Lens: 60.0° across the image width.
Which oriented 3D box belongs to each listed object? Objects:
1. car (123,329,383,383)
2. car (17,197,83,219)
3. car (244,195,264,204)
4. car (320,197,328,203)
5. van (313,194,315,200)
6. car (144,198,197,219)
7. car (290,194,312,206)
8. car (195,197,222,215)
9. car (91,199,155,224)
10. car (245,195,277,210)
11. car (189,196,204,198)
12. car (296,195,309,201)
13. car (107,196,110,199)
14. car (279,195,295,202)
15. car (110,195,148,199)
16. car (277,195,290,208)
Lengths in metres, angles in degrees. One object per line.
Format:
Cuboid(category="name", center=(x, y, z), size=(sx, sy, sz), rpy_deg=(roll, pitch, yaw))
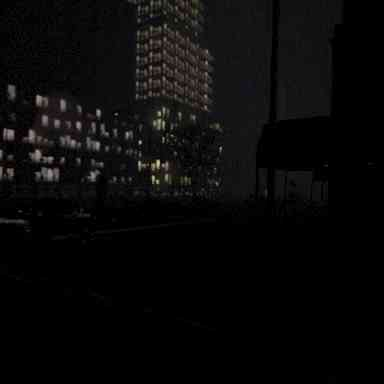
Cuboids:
Cuboid(category="car", center=(1.319, 1.582, 1.925), size=(4.206, 1.307, 1.802), rpy_deg=(1, 2, 35))
Cuboid(category="car", center=(-10.853, 1.178, 25.747), size=(1.837, 1.490, 4.892), rpy_deg=(2, 1, 36))
Cuboid(category="car", center=(11.368, 1.314, 60.726), size=(1.752, 1.417, 4.829), rpy_deg=(2, 1, 36))
Cuboid(category="car", center=(28.136, 1.656, 69.546), size=(1.752, 1.417, 4.829), rpy_deg=(2, 1, 36))
Cuboid(category="van", center=(31.056, 1.292, 87.801), size=(1.690, 1.788, 3.998), rpy_deg=(2, 1, 36))
Cuboid(category="car", center=(-1.858, 1.457, 28.065), size=(1.947, 1.339, 4.313), rpy_deg=(2, 1, 36))
Cuboid(category="car", center=(18.247, 1.490, 55.938), size=(1.967, 1.590, 4.097), rpy_deg=(2, 1, 36))
Cuboid(category="car", center=(1.363, 1.498, 32.498), size=(1.802, 1.307, 4.206), rpy_deg=(2, 1, 36))
Cuboid(category="car", center=(-5.081, 1.416, 23.631), size=(2.008, 1.369, 4.403), rpy_deg=(2, 1, 36))
Cuboid(category="car", center=(8.527, 1.288, 42.418), size=(2.192, 1.841, 5.009), rpy_deg=(2, 1, 36))
Cuboid(category="car", center=(0.534, 1.256, 41.389), size=(2.128, 1.511, 4.902), rpy_deg=(2, 1, 36))
Cuboid(category="car", center=(27.688, 1.448, 83.176), size=(1.752, 1.417, 4.829), rpy_deg=(2, 1, 36))
Cuboid(category="car", center=(-8.216, 1.067, 33.998), size=(1.967, 1.590, 4.097), rpy_deg=(2, 1, 36))
Cuboid(category="car", center=(21.260, 1.435, 74.333), size=(1.947, 1.339, 4.313), rpy_deg=(2, 1, 36))
Cuboid(category="car", center=(-5.335, 1.209, 33.331), size=(2.128, 1.511, 4.902), rpy_deg=(2, 1, 36))
Cuboid(category="car", center=(11.761, 1.438, 46.929), size=(1.967, 1.590, 4.097), rpy_deg=(2, 1, 36))
